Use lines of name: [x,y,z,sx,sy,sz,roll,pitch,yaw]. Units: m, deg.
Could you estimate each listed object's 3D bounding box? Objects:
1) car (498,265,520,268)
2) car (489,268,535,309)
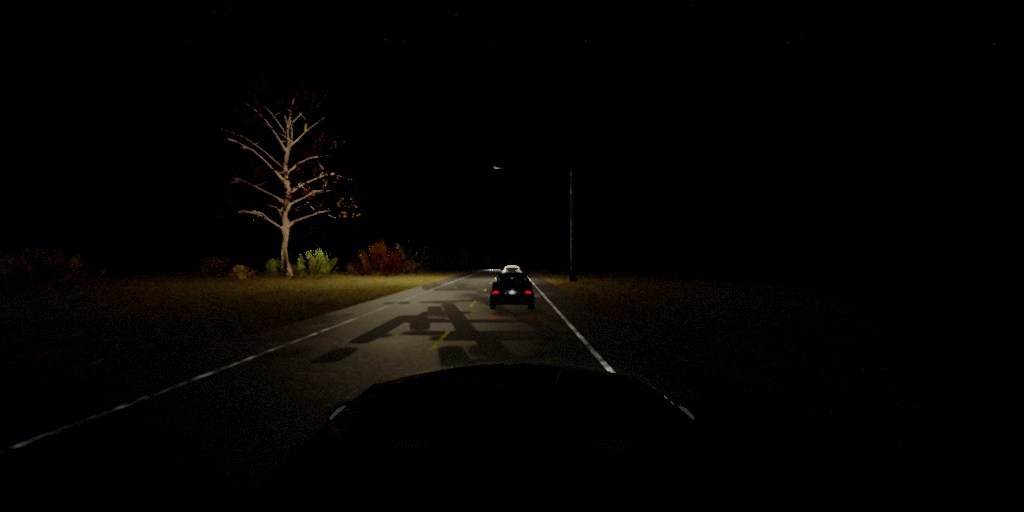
car: [0.007,1.560,31.228,1.812,1.442,4.674,0,0,0]
car: [0.002,1.433,15.851,2.033,1.411,5.357,0,-1,0]
